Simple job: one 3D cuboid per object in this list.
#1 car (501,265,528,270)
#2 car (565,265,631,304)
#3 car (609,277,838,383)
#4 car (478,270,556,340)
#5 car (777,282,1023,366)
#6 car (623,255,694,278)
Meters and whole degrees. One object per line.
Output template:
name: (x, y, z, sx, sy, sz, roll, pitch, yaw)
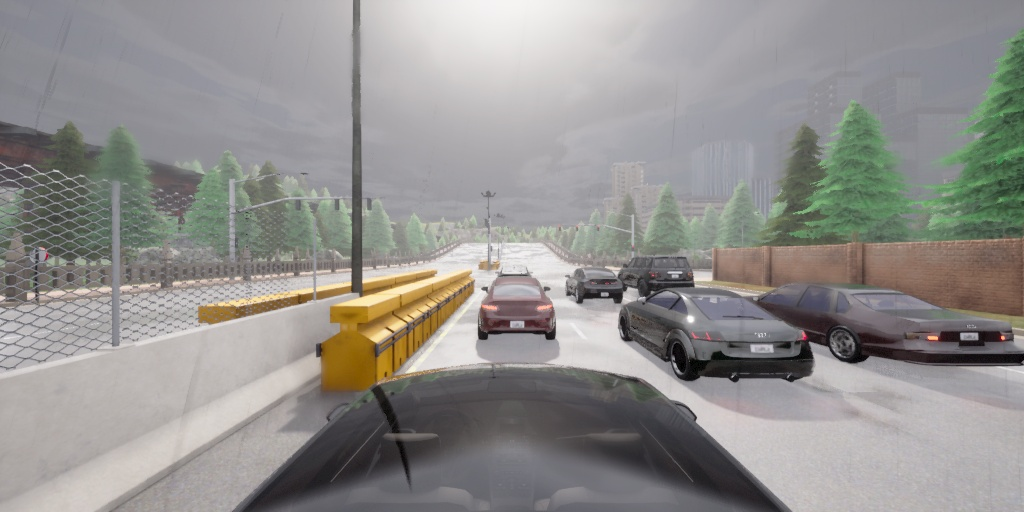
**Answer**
car: (0.123, 1.241, 19.097, 2.128, 1.511, 4.902, 0, 0, 0)
car: (3.618, 1.255, 16.387, 1.837, 1.490, 4.892, 0, 0, 0)
car: (3.612, 1.314, 7.220, 1.994, 1.385, 4.181, 0, 0, -1)
car: (0.112, 1.276, 9.851, 1.812, 1.442, 4.674, 0, 0, 0)
car: (7.109, 1.297, 8.084, 2.033, 1.411, 5.357, 0, 0, 0)
car: (7.120, 0.972, 18.326, 2.150, 2.045, 5.566, 0, 0, 0)
